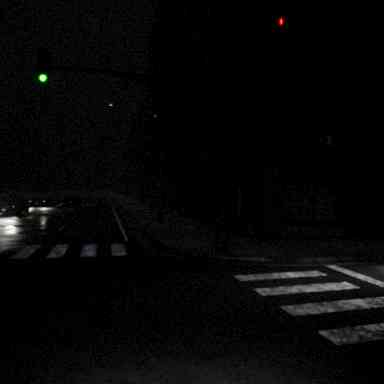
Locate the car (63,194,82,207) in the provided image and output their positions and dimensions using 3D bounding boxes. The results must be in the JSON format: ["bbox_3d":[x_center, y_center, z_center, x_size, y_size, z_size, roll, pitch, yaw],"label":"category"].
[{"bbox_3d":[-14.700,0.984,40.975,1.882,1.535,5.008,1,0,-15],"label":"car"}]

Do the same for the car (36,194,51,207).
[{"bbox_3d":[-17.711,0.972,38.935,1.812,1.442,4.674,1,0,-15],"label":"car"}]

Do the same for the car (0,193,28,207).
[{"bbox_3d":[-21.222,0.911,39.520,2.033,1.411,5.357,1,0,-14],"label":"car"}]

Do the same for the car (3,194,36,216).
[{"bbox_3d":[-14.639,1.053,27.207,2.128,1.511,4.902,1,0,-14],"label":"car"}]

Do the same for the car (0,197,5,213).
[{"bbox_3d":[-12.228,1.199,18.001,2.033,1.411,5.357,1,0,-15],"label":"car"}]
